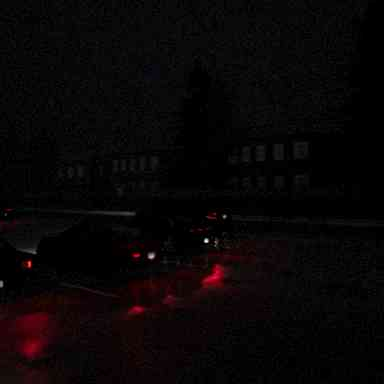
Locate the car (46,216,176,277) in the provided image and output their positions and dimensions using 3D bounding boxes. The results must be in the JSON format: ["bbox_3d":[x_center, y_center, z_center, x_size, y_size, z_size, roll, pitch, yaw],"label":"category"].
[{"bbox_3d":[-2.976,1.595,10.499,4.674,1.442,1.812,-1,0,36],"label":"car"}]

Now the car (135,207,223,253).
[{"bbox_3d":[-1.425,1.572,13.695,4.892,1.490,1.837,-1,0,36],"label":"car"}]

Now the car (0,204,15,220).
[{"bbox_3d":[-17.864,1.787,29.911,4.902,1.511,2.128,-1,0,36],"label":"car"}]

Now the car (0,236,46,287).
[{"bbox_3d":[-5.901,1.690,8.295,4.718,1.301,1.895,-1,0,36],"label":"car"}]

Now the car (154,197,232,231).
[{"bbox_3d":[-0.615,1.295,17.428,5.566,2.045,2.150,-1,0,36],"label":"car"}]
